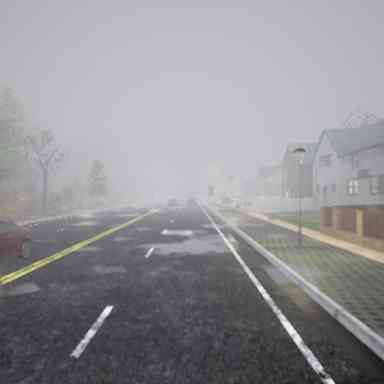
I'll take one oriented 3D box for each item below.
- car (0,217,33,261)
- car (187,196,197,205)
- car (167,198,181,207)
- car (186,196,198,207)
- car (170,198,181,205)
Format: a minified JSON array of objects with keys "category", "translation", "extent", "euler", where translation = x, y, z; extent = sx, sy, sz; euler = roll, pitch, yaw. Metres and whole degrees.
[{"category":"car","translation":[-6.572,1.575,10.116],"extent":[1.812,1.442,4.674],"euler":[0,0,0]},{"category":"car","translation":[0.015,1.665,67.301],"extent":[2.097,1.767,4.553],"euler":[0,0,0]},{"category":"car","translation":[-3.237,1.814,57.156],"extent":[1.837,1.490,4.892],"euler":[0,0,0]},{"category":"car","translation":[0.013,1.786,56.808],"extent":[1.882,1.535,5.008],"euler":[0,0,0]},{"category":"car","translation":[-3.235,1.854,67.320],"extent":[2.033,1.411,5.357],"euler":[0,0,0]}]
